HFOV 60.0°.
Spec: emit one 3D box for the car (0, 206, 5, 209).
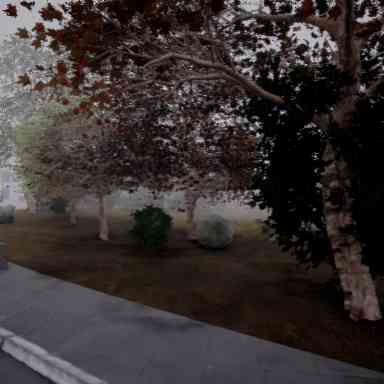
[{"bbox_3d":[-28.329,2.776,48.718,1.812,1.442,4.674,-3,-4,6],"label":"car"}]
